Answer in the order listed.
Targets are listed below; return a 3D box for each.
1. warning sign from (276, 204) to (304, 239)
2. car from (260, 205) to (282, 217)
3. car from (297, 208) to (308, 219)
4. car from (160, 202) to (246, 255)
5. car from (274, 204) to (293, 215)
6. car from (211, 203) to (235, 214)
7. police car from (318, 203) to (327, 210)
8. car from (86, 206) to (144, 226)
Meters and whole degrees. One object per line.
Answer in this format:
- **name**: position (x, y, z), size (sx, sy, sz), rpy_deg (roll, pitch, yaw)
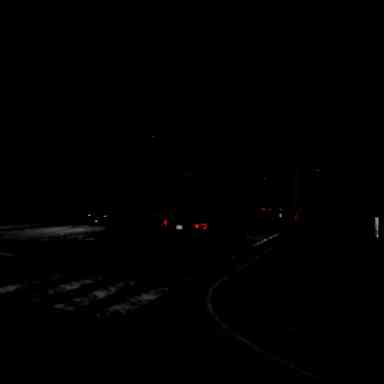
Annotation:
- **warning sign**: position (5.537, 1.625, 18.751), size (1.300, 1.860, 1.060), rpy_deg (2, -1, 25)
- **car**: position (10.090, 2.400, 42.883), size (2.128, 1.511, 4.902), rpy_deg (2, -1, 25)
- **car**: position (13.301, 2.242, 42.056), size (2.150, 2.045, 5.566), rpy_deg (2, -1, 25)
- **car**: position (0.713, 1.516, 15.198), size (2.150, 2.045, 5.566), rpy_deg (2, -1, 27)
- **car**: position (14.392, 2.705, 52.236), size (2.033, 1.411, 5.357), rpy_deg (2, -1, 25)
- **car**: position (4.392, 2.292, 46.262), size (1.994, 1.385, 4.181), rpy_deg (2, -1, 25)
- **police car**: position (32.776, 3.581, 83.671), size (1.930, 1.638, 5.238), rpy_deg (2, -1, 22)
- **car**: position (-5.642, 1.750, 24.835), size (1.895, 1.301, 4.718), rpy_deg (2, -1, 25)
